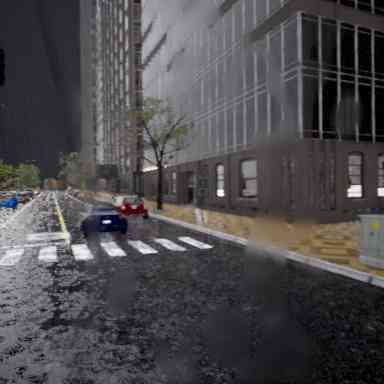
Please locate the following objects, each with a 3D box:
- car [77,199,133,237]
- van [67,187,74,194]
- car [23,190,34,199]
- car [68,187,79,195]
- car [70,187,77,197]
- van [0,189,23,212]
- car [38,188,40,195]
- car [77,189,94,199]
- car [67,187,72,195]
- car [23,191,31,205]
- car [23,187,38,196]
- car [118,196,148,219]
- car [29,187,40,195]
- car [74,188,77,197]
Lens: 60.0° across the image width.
[{"bbox_3d":[-4.467,1.227,16.204,1.994,1.385,4.181,-1,1,-23],"label":"car"},{"bbox_3d":[-32.443,-0.422,88.843,1.690,1.788,3.998,0,1,-23],"label":"van"},{"bbox_3d":[-22.881,0.714,44.831,1.947,1.339,4.313,0,1,-23],"label":"car"},{"bbox_3d":[-28.122,-0.251,78.654,2.192,1.841,5.009,0,1,-23],"label":"car"},{"bbox_3d":[-21.642,0.275,63.373,1.887,1.381,4.507,0,1,-23],"label":"car"},{"bbox_3d":[-16.399,0.785,29.544,1.690,1.788,3.998,0,1,-23],"label":"van"},{"bbox_3d":[-35.777,0.084,75.240,1.752,1.417,4.829,0,1,-23],"label":"car"},{"bbox_3d":[-15.227,0.549,48.245,1.752,1.417,4.829,0,1,-23],"label":"car"},{"bbox_3d":[-26.029,0.055,73.718,1.752,1.417,4.829,0,1,-23],"label":"car"},{"bbox_3d":[-20.721,0.829,39.736,1.802,1.307,4.206,0,1,-23],"label":"car"},{"bbox_3d":[-27.200,0.265,55.015,2.192,1.841,5.009,0,1,-23],"label":"car"},{"bbox_3d":[-4.358,0.961,22.612,1.967,1.590,4.097,0,1,-23],"label":"car"},{"bbox_3d":[-38.001,-0.229,80.488,2.192,1.841,5.009,0,1,-23],"label":"car"},{"bbox_3d":[-17.388,0.450,53.339,1.752,1.417,4.829,0,1,-23],"label":"car"}]
